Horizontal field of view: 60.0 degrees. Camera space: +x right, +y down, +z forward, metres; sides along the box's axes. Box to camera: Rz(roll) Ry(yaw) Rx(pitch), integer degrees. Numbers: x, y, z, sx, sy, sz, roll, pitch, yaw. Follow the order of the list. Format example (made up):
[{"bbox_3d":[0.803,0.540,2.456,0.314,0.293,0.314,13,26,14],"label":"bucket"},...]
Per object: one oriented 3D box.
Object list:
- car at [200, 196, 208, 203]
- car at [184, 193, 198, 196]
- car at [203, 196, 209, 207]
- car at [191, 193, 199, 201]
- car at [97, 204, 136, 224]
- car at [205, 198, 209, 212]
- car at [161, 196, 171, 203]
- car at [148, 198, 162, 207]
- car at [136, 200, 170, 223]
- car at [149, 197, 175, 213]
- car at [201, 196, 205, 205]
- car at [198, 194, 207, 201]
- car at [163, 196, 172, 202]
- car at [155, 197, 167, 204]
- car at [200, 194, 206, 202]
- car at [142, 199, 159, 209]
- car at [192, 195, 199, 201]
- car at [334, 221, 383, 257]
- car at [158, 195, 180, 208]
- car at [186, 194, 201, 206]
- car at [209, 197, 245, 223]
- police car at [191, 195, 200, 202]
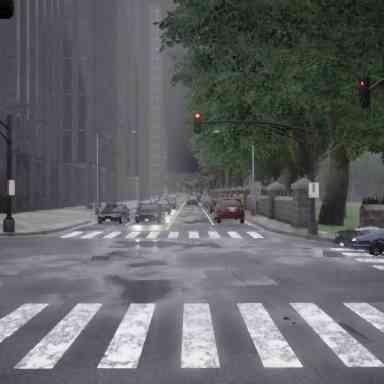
[{"bbox_3d":[2.688,1.592,74.387,1.752,1.417,4.829,0,0,0],"label":"car"},{"bbox_3d":[0.025,1.407,65.015,2.097,1.767,4.553,0,0,0],"label":"car"},{"bbox_3d":[2.722,1.579,41.478,2.008,1.369,4.403,0,0,0],"label":"car"},{"bbox_3d":[0.809,1.319,91.794,2.150,2.045,5.566,0,0,0],"label":"car"},{"bbox_3d":[-5.787,1.576,25.091,1.947,1.339,4.313,0,0,0],"label":"car"},{"bbox_3d":[2.727,1.588,36.022,1.947,1.339,4.313,0,0,0],"label":"car"},{"bbox_3d":[-5.837,1.611,74.204,1.887,1.381,4.507,0,0,0],"label":"car"},{"bbox_3d":[-5.814,1.622,52.376,1.802,1.307,4.206,0,0,0],"label":"car"},{"bbox_3d":[-3.126,1.559,25.610,2.033,1.411,5.357,0,0,0],"label":"car"},{"bbox_3d":[-3.121,1.547,35.247,1.812,1.442,4.674,0,0,0],"label":"car"},{"bbox_3d":[2.716,1.585,46.935,2.008,1.369,4.403,0,0,0],"label":"car"},{"bbox_3d":[2.677,1.399,85.131,2.192,1.841,5.009,0,0,0],"label":"car"},{"bbox_3d":[-5.842,1.619,79.662,1.887,1.381,4.507,0,0,0],"label":"car"},{"bbox_3d":[-5.825,1.634,63.291,1.802,1.307,4.206,0,0,0],"label":"car"},{"bbox_3d":[2.711,1.480,52.392,1.967,1.590,4.097,0,0,0],"label":"car"},{"bbox_3d":[-5.809,1.616,46.919,1.802,1.307,4.206,0,0,0],"label":"car"},{"bbox_3d":[0.814,1.591,85.763,1.837,1.490,4.892,0,0,0],"label":"car"},{"bbox_3d":[8.620,1.749,13.220,5.357,1.411,2.033,1,0,0],"label":"car"},{"bbox_3d":[-3.135,1.524,45.514,2.128,1.511,4.902,0,0,0],"label":"car"},{"bbox_3d":[0.045,1.569,55.252,1.812,1.442,4.674,0,0,0],"label":"car"},{"bbox_3d":[2.739,1.325,25.109,2.192,1.841,5.009,0,0,0],"label":"car"},{"bbox_3d":[0.825,1.495,75.873,1.930,1.638,5.238,0,0,0],"label":"police car"}]
